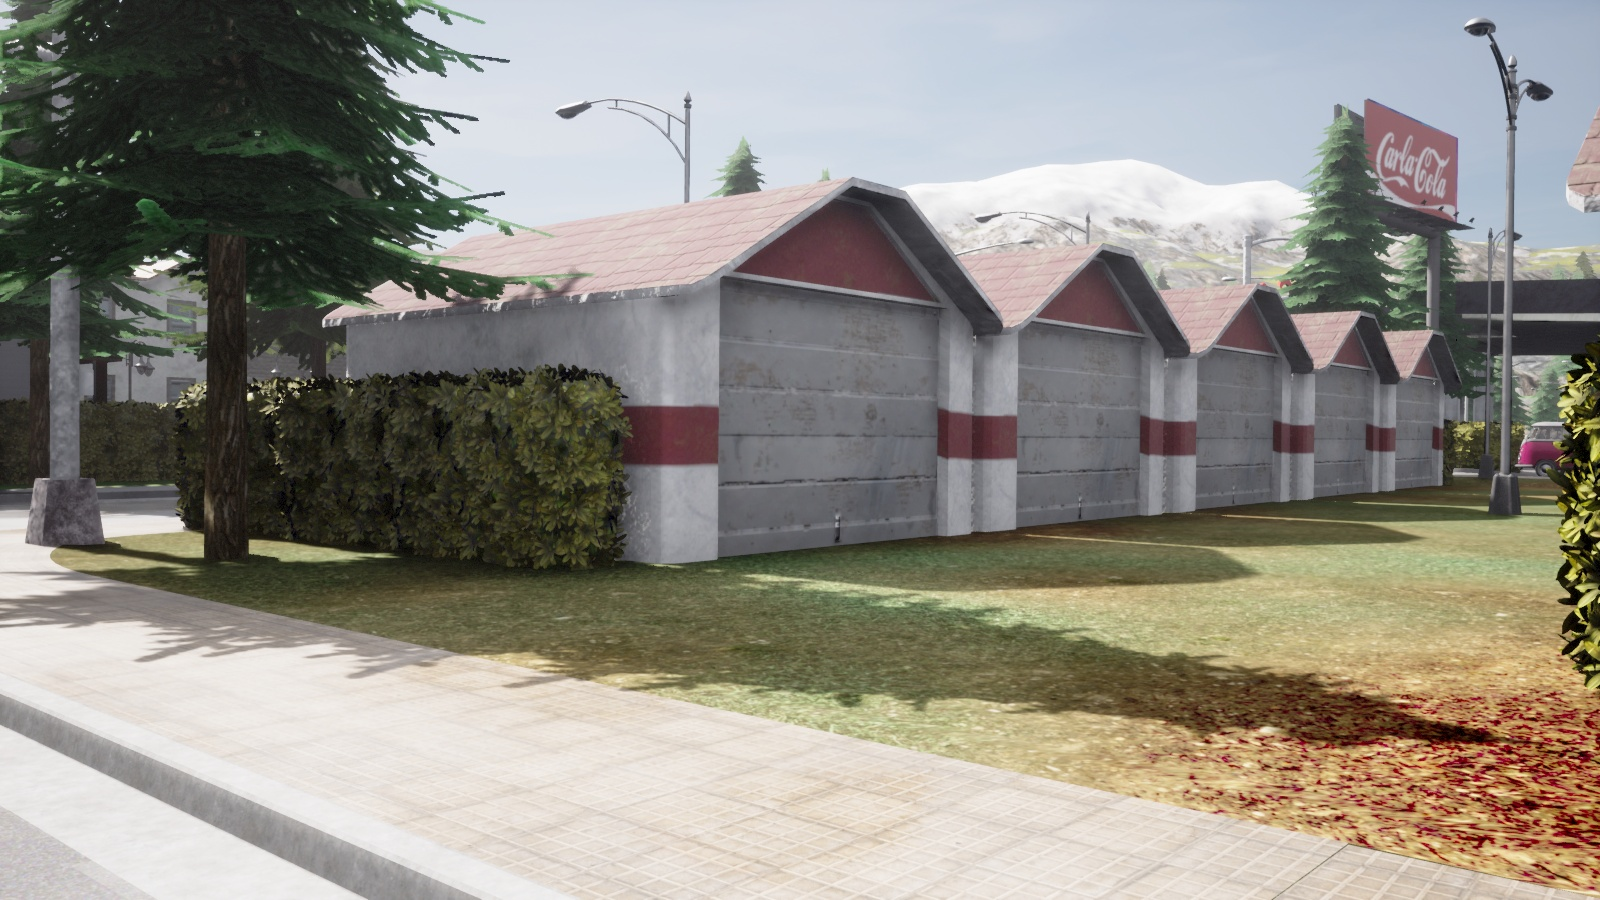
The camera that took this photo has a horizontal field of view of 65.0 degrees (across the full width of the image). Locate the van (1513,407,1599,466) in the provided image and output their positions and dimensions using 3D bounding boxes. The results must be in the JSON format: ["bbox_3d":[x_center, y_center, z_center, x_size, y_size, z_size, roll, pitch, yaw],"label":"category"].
[{"bbox_3d":[27.249,-0.453,43.202,4.442,1.987,1.775,1,1,40],"label":"van"}]
